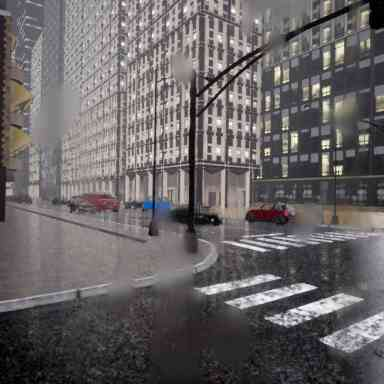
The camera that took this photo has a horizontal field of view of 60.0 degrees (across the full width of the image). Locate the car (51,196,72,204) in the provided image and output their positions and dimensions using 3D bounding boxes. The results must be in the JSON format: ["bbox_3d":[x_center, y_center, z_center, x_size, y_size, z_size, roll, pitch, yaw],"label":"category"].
[{"bbox_3d":[-24.212,1.504,61.594,2.033,1.411,5.357,1,-1,-38],"label":"car"}]

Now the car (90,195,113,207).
[{"bbox_3d":[-14.483,1.380,53.075,2.097,1.767,4.553,1,-1,-35],"label":"car"}]

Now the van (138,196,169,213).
[{"bbox_3d":[-4.097,1.382,37.725,1.690,1.788,3.998,1,-1,-35],"label":"van"}]

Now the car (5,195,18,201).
[{"bbox_3d":[-40.370,1.377,74.317,2.008,1.369,4.403,1,-1,-35],"label":"car"}]

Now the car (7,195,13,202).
[{"bbox_3d":[-37.100,1.396,69.712,1.947,1.339,4.313,1,-1,-35],"label":"car"}]

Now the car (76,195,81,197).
[{"bbox_3d":[-18.761,1.317,53.887,2.097,1.767,4.553,1,-1,-36],"label":"car"}]

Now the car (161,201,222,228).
[{"bbox_3d":[0.103,1.512,21.809,1.994,1.385,4.181,1,-1,-35],"label":"car"}]

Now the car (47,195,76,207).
[{"bbox_3d":[-19.611,1.365,49.738,2.033,1.411,5.357,1,-1,-35],"label":"car"}]

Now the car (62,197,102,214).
[{"bbox_3d":[-10.932,1.427,32.871,2.008,1.369,4.403,1,-1,-35],"label":"car"}]

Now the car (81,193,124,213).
[{"bbox_3d":[-9.678,1.147,35.595,2.150,2.045,5.566,1,-1,-35],"label":"car"}]

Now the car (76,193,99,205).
[{"bbox_3d":[-18.574,1.248,58.828,2.150,2.045,5.566,1,-1,-35],"label":"car"}]

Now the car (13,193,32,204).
[{"bbox_3d":[-30.554,1.155,60.504,2.192,1.841,5.009,1,-1,-35],"label":"car"}]

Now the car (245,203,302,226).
[{"bbox_3d":[5.714,1.505,23.909,1.967,1.590,4.097,1,-1,-35],"label":"car"}]

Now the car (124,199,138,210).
[{"bbox_3d":[-7.372,1.584,42.328,2.008,1.369,4.403,1,-1,-35],"label":"car"}]

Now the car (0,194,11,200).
[{"bbox_3d":[-46.816,1.365,83.391,1.752,1.417,4.829,1,-1,-35],"label":"car"}]

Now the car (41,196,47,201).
[{"bbox_3d":[-36.812,1.570,83.773,1.802,1.307,4.206,1,-1,-35],"label":"car"}]
